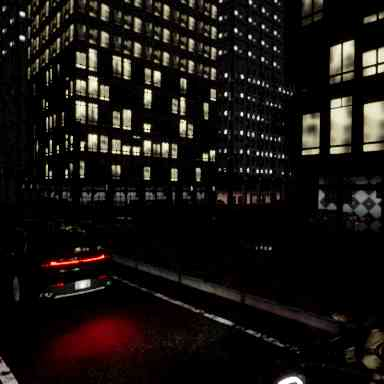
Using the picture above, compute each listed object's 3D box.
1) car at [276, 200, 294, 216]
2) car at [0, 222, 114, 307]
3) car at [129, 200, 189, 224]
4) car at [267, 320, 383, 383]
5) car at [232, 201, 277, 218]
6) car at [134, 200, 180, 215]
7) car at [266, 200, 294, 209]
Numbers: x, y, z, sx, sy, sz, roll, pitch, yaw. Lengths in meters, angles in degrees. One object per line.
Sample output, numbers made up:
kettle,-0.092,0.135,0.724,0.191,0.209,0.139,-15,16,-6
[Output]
car,10.355,1.935,37.449,4.206,1.307,1.802,1,0,-40
car,-3.662,1.501,8.124,1.837,1.490,4.892,0,0,-41
car,-2.559,1.523,26.520,5.009,1.841,2.192,1,0,-40
car,2.419,1.352,1.331,2.097,1.767,4.553,0,0,-41
car,6.180,1.832,33.915,4.829,1.417,1.752,1,0,-40
car,-3.800,1.647,36.449,4.829,1.417,1.752,1,0,-40
car,13.547,1.880,51.125,4.313,1.339,1.947,1,0,-40
